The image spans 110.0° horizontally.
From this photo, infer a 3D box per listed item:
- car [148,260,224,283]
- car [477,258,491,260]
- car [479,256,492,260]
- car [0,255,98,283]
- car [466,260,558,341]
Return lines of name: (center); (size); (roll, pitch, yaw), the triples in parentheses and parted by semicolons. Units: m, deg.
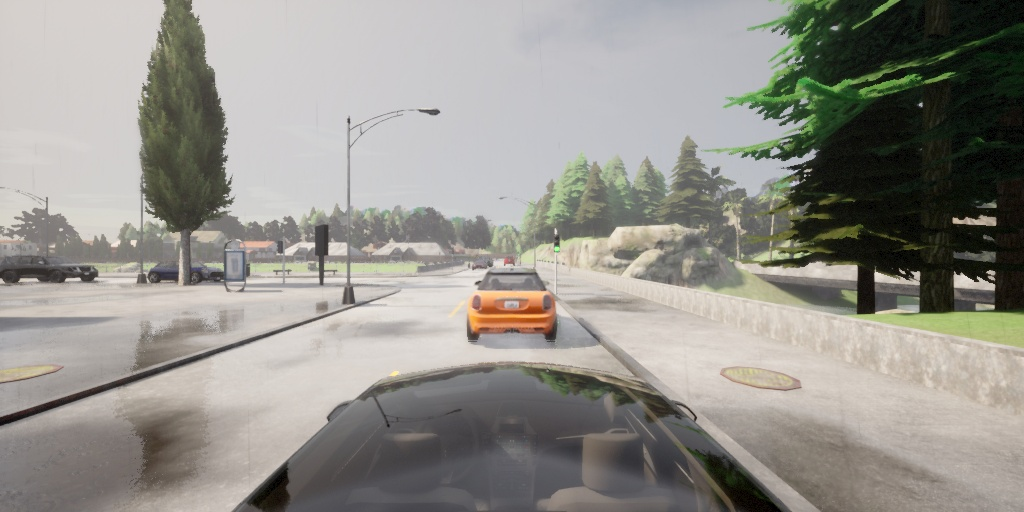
car: (-24.335, 1.102, 26.961); (4.553, 1.767, 2.097); (0, 0, -1)
car: (-4.546, 1.314, 51.186); (1.994, 1.385, 4.181); (0, 0, 0)
car: (-4.618, 0.971, 60.782); (2.150, 2.045, 5.566); (0, 0, 0)
car: (-34.657, 0.972, 26.865); (5.566, 2.045, 2.150); (0, 0, -1)
car: (-0.007, 1.101, 10.043); (2.097, 1.767, 4.553); (0, 0, 0)
